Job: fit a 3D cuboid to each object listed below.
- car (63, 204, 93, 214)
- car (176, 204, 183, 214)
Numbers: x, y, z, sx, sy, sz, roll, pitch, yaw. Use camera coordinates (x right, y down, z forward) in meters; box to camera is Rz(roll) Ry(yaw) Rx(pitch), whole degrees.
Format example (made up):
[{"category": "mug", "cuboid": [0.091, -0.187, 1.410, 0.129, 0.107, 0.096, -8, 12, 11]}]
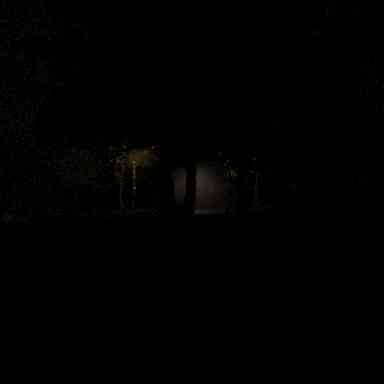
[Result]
[{"category": "car", "cuboid": [-17.713, 2.662, 51.871, 1.812, 1.442, 4.674, 1, 0, 36]}, {"category": "car", "cuboid": [-2.463, 3.031, 61.115, 2.097, 1.767, 4.553, 1, -1, 35]}]
